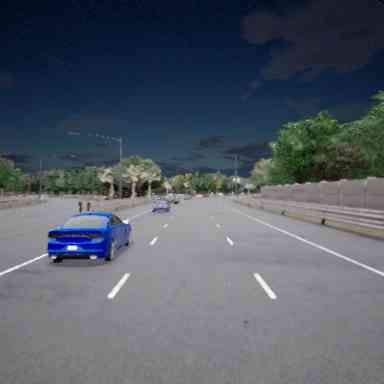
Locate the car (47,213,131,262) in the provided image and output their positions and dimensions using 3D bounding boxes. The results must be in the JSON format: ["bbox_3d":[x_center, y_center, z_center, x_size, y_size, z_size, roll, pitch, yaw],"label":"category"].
[{"bbox_3d":[-3.505,1.487,12.214,1.882,1.535,5.008,0,0,0],"label":"car"}]

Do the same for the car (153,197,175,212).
[{"bbox_3d":[-3.511,1.581,39.400,2.033,1.411,5.357,0,0,0],"label":"car"}]

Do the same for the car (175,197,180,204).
[{"bbox_3d":[-3.286,1.666,63.207,1.895,1.301,4.718,0,0,2],"label":"car"}]
